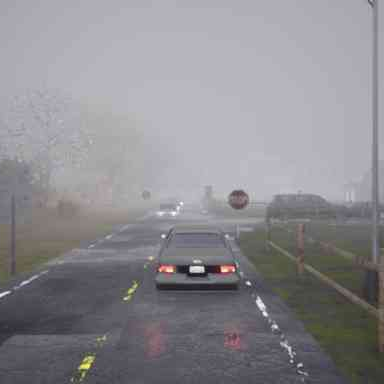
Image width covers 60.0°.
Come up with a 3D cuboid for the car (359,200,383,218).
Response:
[{"bbox_3d":[13.172,1.413,26.280,5.008,1.535,1.882,0,0,0],"label":"car"}]

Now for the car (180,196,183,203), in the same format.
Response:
[{"bbox_3d":[-2.871,1.442,53.636,1.837,1.490,4.892,0,1,0],"label":"car"}]

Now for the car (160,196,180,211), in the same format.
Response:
[{"bbox_3d":[-2.876,1.442,40.880,1.882,1.535,5.008,0,0,0],"label":"car"}]

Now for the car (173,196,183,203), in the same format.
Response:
[{"bbox_3d":[-2.809,1.505,68.717,1.895,1.301,4.718,0,0,0],"label":"car"}]

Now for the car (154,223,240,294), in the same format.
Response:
[{"bbox_3d":[0.093,1.544,8.947,2.033,1.411,5.357,0,0,0],"label":"car"}]

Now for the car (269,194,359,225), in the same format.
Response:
[{"bbox_3d":[8.166,1.155,23.197,5.566,2.045,2.150,0,0,5],"label":"car"}]
